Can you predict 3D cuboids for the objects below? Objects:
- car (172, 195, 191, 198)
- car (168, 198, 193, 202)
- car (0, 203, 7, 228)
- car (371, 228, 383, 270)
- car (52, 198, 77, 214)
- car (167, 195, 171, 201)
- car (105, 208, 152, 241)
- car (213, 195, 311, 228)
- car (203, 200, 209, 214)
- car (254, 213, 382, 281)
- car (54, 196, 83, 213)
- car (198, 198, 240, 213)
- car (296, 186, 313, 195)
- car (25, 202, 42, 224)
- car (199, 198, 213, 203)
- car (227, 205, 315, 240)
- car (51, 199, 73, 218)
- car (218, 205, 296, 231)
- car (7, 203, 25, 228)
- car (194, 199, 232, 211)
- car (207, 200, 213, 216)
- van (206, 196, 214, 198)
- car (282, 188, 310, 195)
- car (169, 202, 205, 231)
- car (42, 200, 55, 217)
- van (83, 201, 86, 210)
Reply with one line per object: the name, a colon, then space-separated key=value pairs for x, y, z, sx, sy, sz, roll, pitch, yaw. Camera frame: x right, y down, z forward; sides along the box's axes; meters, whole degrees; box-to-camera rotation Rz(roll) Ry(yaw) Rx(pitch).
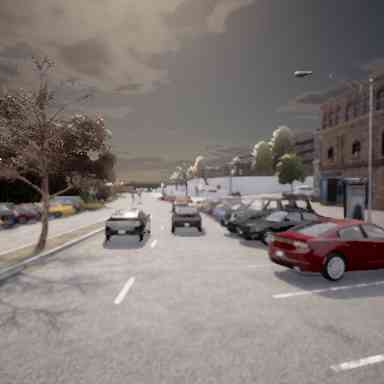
car: x=-1.896 y=2.064 z=83.588 sx=4.553 sy=1.767 sz=2.185 roll=1 pitch=-1 yaw=-30
car: x=-1.369 y=1.725 z=37.878 sx=2.128 sy=1.511 sz=4.902 roll=0 pitch=0 yaw=-4
car: x=-14.063 y=1.636 z=19.240 sx=5.366 sy=1.575 sz=1.946 roll=-1 pitch=0 yaw=-22
car: x=4.720 y=1.379 z=3.816 sx=4.553 sy=1.767 sz=2.185 roll=1 pitch=-1 yaw=-21
car: x=-14.898 y=1.733 z=34.020 sx=5.366 sy=1.575 sz=1.946 roll=-1 pitch=0 yaw=-24
car: x=-2.904 y=1.966 z=89.518 sx=5.566 sy=2.045 sz=2.435 roll=1 pitch=0 yaw=-30
car: x=-3.238 y=1.603 z=17.399 sx=2.128 sy=1.511 sz=4.902 roll=0 pitch=0 yaw=-2
car: x=4.388 y=1.341 z=18.905 sx=5.566 sy=2.045 sz=2.435 roll=1 pitch=0 yaw=-22
car: x=3.812 y=1.704 z=30.991 sx=4.674 sy=1.452 sz=2.002 roll=1 pitch=-1 yaw=-24
car: x=4.658 y=1.540 z=9.862 sx=5.008 sy=1.535 sz=2.097 roll=1 pitch=-1 yaw=-21
car: x=-14.918 y=1.627 z=37.062 sx=4.553 sy=1.767 sz=2.185 roll=-1 pitch=0 yaw=-24
car: x=3.215 y=1.593 z=40.041 sx=4.553 sy=1.767 sz=2.185 roll=1 pitch=0 yaw=-25
car: x=20.575 y=-0.030 z=58.546 sx=2.435 sy=2.045 sz=5.566 roll=-6 pitch=3 yaw=-30
car: x=-14.170 y=1.716 z=25.229 sx=4.674 sy=1.452 sz=2.002 roll=-1 pitch=0 yaw=-23
car: x=3.631 y=1.683 z=34.004 sx=4.892 sy=1.521 sz=2.231 roll=1 pitch=0 yaw=-24
car: x=4.519 y=1.575 z=15.898 sx=5.008 sy=1.535 sz=2.097 roll=1 pitch=0 yaw=-22
car: x=-14.360 y=1.709 z=31.220 sx=5.366 sy=1.575 sz=1.946 roll=-1 pitch=-1 yaw=-23
car: x=4.284 y=1.650 z=21.941 sx=4.674 sy=1.452 sz=2.002 roll=1 pitch=-1 yaw=-23
car: x=-13.996 y=1.530 z=22.282 sx=4.553 sy=1.767 sz=2.185 roll=-1 pitch=0 yaw=-22
car: x=2.857 y=1.789 z=46.019 sx=4.792 sy=1.488 sz=2.163 roll=1 pitch=-1 yaw=-25
car: x=3.994 y=1.686 z=27.972 sx=4.674 sy=1.452 sz=2.002 roll=1 pitch=0 yaw=-23
van: x=3.312 y=1.473 z=36.968 sx=4.442 sy=1.987 sz=1.878 roll=1 pitch=0 yaw=-24
car: x=17.623 y=0.547 z=58.056 sx=2.002 sy=1.452 sz=4.674 roll=-6 pitch=3 yaw=-30
car: x=-0.401 y=1.638 z=21.533 sx=1.837 sy=1.490 sz=4.892 roll=0 pitch=0 yaw=-2
car: x=-14.339 y=1.735 z=28.185 sx=4.674 sy=1.452 sz=2.002 roll=-1 pitch=0 yaw=-23
van: x=-15.084 y=1.546 z=40.052 sx=4.442 sy=1.987 sz=1.878 roll=-1 pitch=-1 yaw=-24
